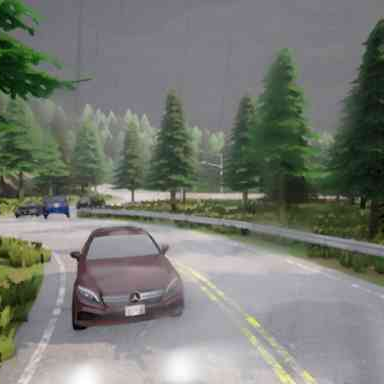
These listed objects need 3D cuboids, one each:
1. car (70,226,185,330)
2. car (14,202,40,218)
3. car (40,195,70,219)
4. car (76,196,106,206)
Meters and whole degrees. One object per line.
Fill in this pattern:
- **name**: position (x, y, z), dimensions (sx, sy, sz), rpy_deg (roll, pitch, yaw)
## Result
- **car**: position (-1.554, 1.520, 7.207), dimensions (1.812, 1.442, 4.674), rpy_deg (-2, 0, -17)
- **car**: position (-15.500, 1.710, 31.896), dimensions (1.994, 1.385, 4.181), rpy_deg (-1, 1, -13)
- **car**: position (-12.745, 1.315, 31.385), dimensions (2.150, 2.045, 5.566), rpy_deg (-2, 1, -21)
- **car**: position (-12.897, 1.269, 42.894), dimensions (2.097, 1.767, 4.553), rpy_deg (2, 2, 13)
